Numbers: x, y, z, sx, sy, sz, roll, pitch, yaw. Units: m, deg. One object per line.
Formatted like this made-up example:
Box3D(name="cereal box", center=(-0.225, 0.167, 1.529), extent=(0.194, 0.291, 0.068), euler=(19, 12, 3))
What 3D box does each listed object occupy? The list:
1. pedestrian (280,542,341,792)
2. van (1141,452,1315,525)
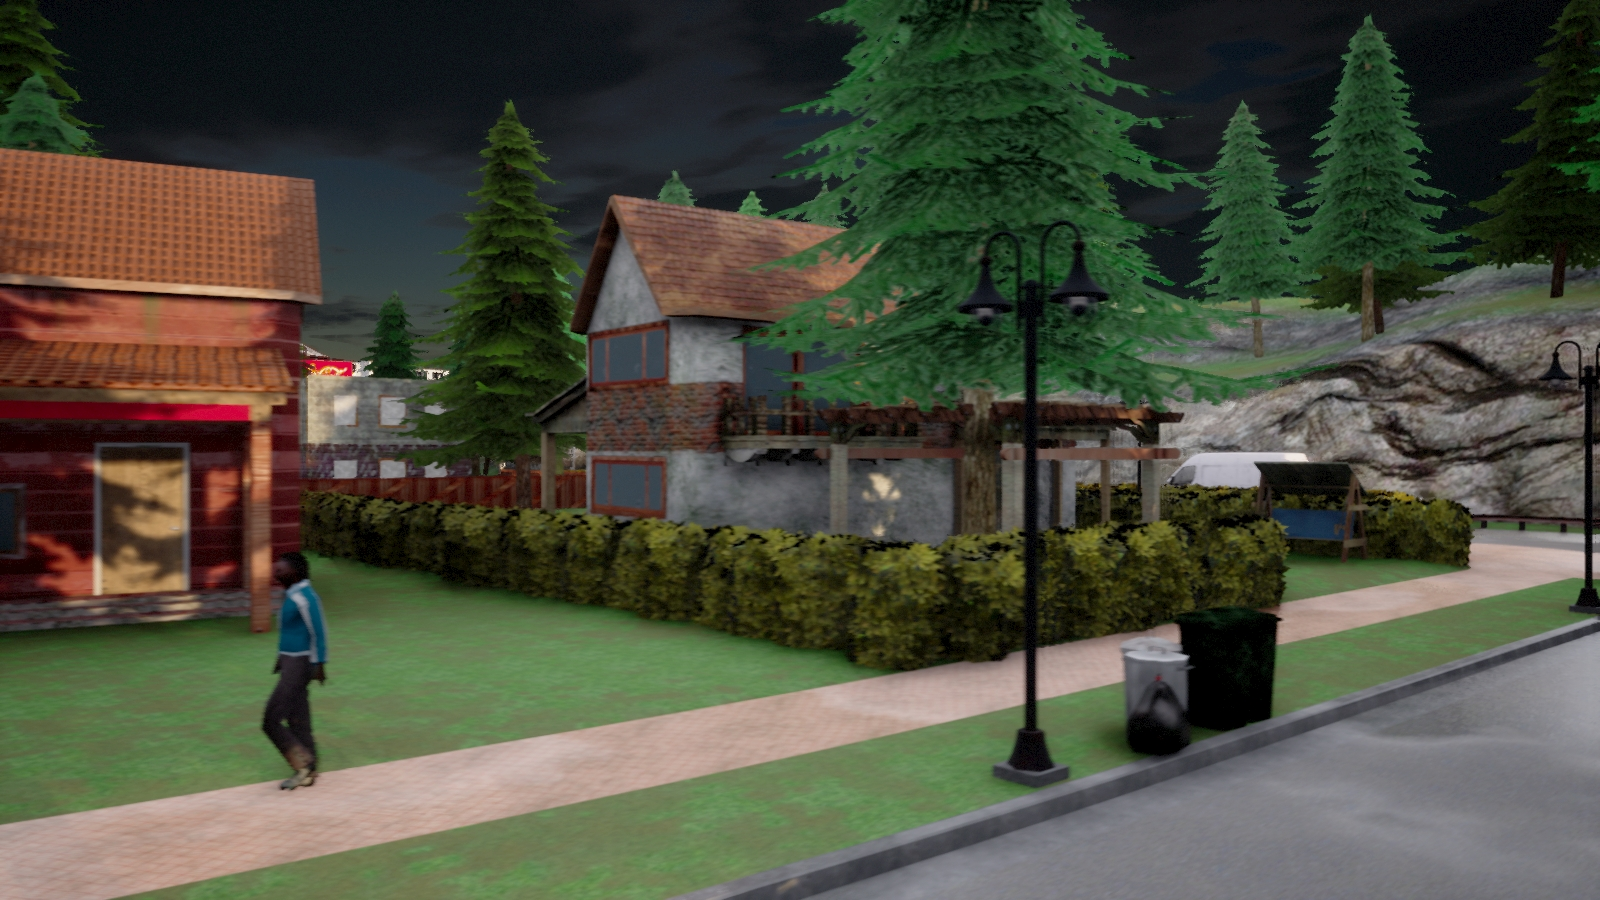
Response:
Box3D(name="pedestrian", center=(-3.825, 1.665, 8.918), extent=(0.375, 1.860, 0.375), euler=(0, 0, -34))
Box3D(name="van", center=(15.935, 1.341, 42.862), extent=(1.988, 2.561, 5.915), euler=(0, 0, -41))
